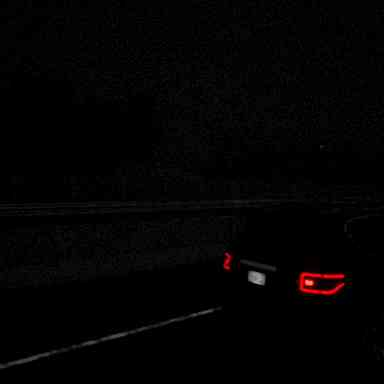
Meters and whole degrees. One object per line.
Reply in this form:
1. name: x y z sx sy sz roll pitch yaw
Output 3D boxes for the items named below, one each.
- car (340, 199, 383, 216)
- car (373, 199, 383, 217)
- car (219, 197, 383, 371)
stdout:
1. car: 17.338 1.507 33.535 5.357 1.411 2.033 0 0 -35
2. car: 18.791 1.452 30.271 4.902 1.511 2.128 0 0 -35
3. car: 3.027 1.211 5.904 5.566 2.045 2.150 0 0 -35
